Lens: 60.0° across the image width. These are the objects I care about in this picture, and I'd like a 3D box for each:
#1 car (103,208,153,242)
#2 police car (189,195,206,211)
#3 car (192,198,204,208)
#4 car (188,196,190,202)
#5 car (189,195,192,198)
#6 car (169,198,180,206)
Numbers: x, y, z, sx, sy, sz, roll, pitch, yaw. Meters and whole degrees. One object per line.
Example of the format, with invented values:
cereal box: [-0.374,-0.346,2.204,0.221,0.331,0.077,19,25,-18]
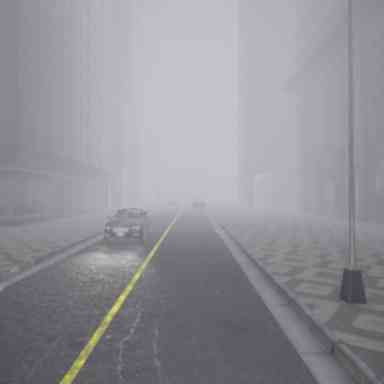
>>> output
car: [-3.098,1.572,16.833,2.128,1.511,4.902,0,0,0]
police car: [0.903,1.608,44.270,1.930,1.638,5.238,0,0,0]
car: [0.904,1.737,54.161,1.812,1.442,4.674,0,0,0]
car: [0.005,1.670,79.227,1.812,1.442,4.674,0,0,0]
car: [0.904,1.732,60.162,1.837,1.490,4.892,0,0,0]
car: [-3.033,1.771,58.986,2.033,1.411,5.357,0,0,1]
